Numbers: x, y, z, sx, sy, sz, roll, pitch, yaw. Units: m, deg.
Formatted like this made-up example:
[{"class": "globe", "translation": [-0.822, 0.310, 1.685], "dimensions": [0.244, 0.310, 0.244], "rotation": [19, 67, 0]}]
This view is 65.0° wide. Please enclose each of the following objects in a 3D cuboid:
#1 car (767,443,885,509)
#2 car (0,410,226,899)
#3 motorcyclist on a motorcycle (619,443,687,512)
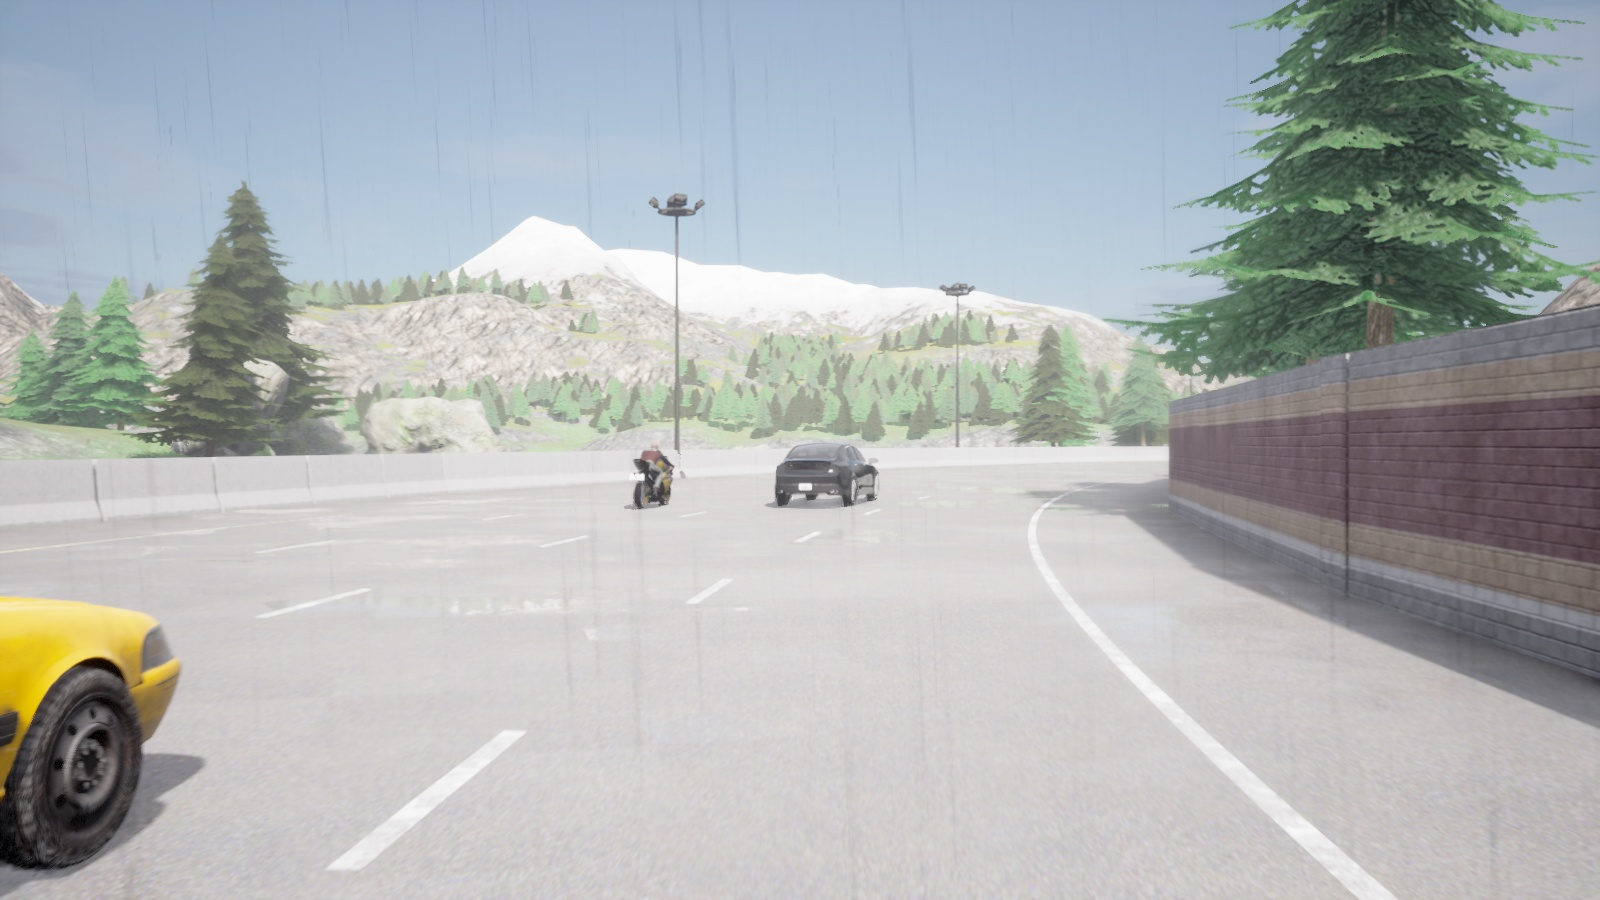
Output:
[{"class": "car", "translation": [0.741, 0.577, 31.078], "dimensions": [1.837, 1.490, 4.892], "rotation": [0, 0, 14]}, {"class": "car", "translation": [-3.391, 0.663, 2.741], "dimensions": [1.801, 1.575, 5.366], "rotation": [0, 0, 0]}, {"class": "motorcyclist on a motorcycle", "translation": [-3.388, 0.613, 29.174], "dimensions": [0.866, 1.530, 2.191], "rotation": [1, 0, 13]}]
